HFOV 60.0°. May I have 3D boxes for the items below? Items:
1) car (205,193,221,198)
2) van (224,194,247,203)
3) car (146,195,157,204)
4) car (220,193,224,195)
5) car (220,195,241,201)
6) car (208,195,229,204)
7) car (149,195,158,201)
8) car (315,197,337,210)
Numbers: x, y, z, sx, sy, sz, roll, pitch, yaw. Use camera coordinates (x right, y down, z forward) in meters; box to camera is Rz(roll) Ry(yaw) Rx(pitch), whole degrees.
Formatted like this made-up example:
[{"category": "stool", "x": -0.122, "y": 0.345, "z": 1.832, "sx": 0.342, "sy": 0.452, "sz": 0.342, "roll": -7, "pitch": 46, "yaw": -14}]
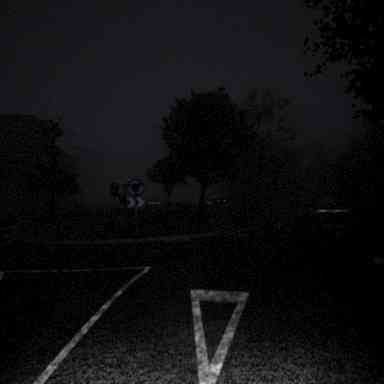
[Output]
[{"category": "car", "x": 4.813, "y": 1.593, "z": 77.509, "sx": 1.837, "sy": 1.490, "sz": 4.892, "roll": 0, "pitch": 1, "yaw": -5}, {"category": "van", "x": 10.053, "y": 1.455, "z": 74.504, "sx": 4.442, "sy": 1.987, "sz": 1.878, "roll": 0, "pitch": 1, "yaw": -5}, {"category": "car", "x": -7.631, "y": 1.433, "z": 62.418, "sx": 1.994, "sy": 1.385, "sz": 4.181, "roll": 0, "pitch": 0, "yaw": -5}, {"category": "car", "x": 9.517, "y": 1.573, "z": 80.033, "sx": 5.366, "sy": 1.575, "sz": 1.946, "roll": 0, "pitch": 1, "yaw": -5}, {"category": "car", "x": 9.498, "y": 1.554, "z": 82.816, "sx": 4.792, "sy": 1.488, "sz": 2.163, "roll": 0, "pitch": 1, "yaw": -5}, {"category": "car", "x": 5.388, "y": 1.825, "z": 68.448, "sx": 1.895, "sy": 1.301, "sz": 4.718, "roll": 0, "pitch": 0, "yaw": -13}, {"category": "car", "x": -9.129, "y": 1.357, "z": 78.849, "sx": 2.033, "sy": 1.411, "sz": 5.357, "roll": 0, "pitch": 0, "yaw": -5}, {"category": "car", "x": 16.287, "y": 1.381, "z": 40.588, "sx": 1.812, "sy": 1.442, "sz": 4.674, "roll": 0, "pitch": 0, "yaw": 13}]
